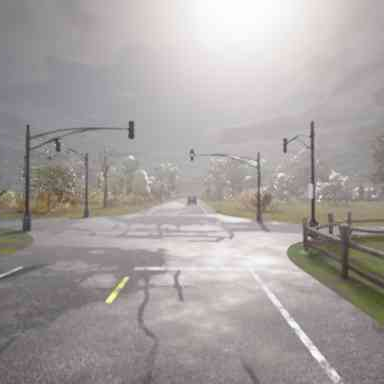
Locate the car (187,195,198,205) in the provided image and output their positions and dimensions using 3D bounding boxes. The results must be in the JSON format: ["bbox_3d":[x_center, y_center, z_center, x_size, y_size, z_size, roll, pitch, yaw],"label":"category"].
[{"bbox_3d":[0.051,1.762,74.200,2.150,2.045,5.566,0,0,0],"label":"car"}]
